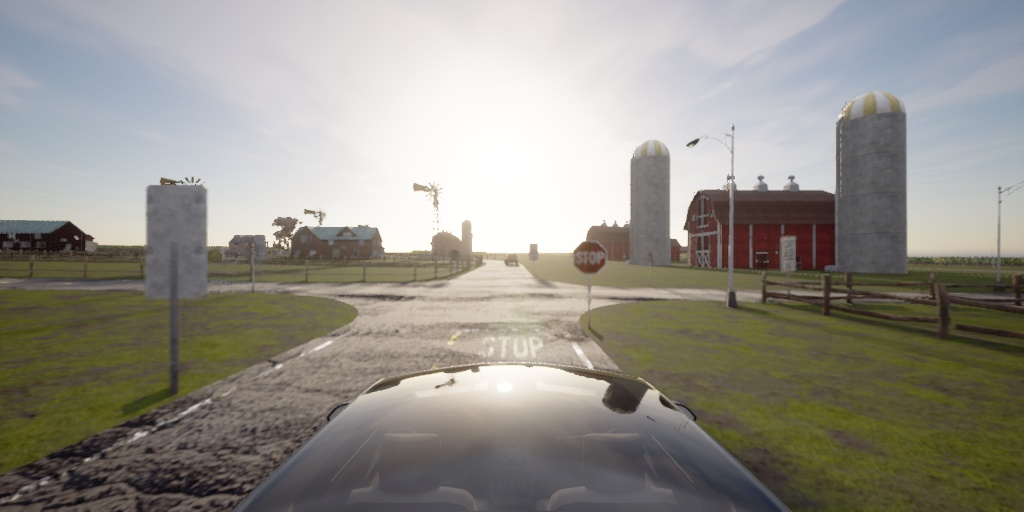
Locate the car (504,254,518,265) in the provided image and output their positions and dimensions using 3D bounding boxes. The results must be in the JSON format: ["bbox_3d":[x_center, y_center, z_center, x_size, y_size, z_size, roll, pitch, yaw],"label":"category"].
[{"bbox_3d":[-0.032,0.575,65.168,2.150,2.045,5.566,0,0,-2],"label":"car"}]
